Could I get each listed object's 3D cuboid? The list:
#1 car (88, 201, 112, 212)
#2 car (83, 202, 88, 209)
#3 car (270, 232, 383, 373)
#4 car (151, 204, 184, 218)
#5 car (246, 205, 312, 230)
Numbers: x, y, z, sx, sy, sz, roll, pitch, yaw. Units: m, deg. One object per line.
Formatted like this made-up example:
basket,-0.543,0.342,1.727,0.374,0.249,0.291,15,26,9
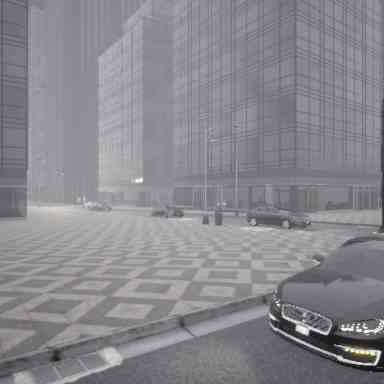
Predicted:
car,-13.717,2.260,50.278,1.812,1.442,4.674,0,-1,-36
car,-19.178,2.476,63.097,1.812,1.442,4.674,0,-1,-36
car,3.418,1.504,5.596,4.892,1.490,1.837,0,0,-34
car,-2.584,1.999,34.773,1.994,1.385,4.181,0,-1,-36
car,5.903,1.717,23.064,1.837,1.490,4.892,0,0,-36
